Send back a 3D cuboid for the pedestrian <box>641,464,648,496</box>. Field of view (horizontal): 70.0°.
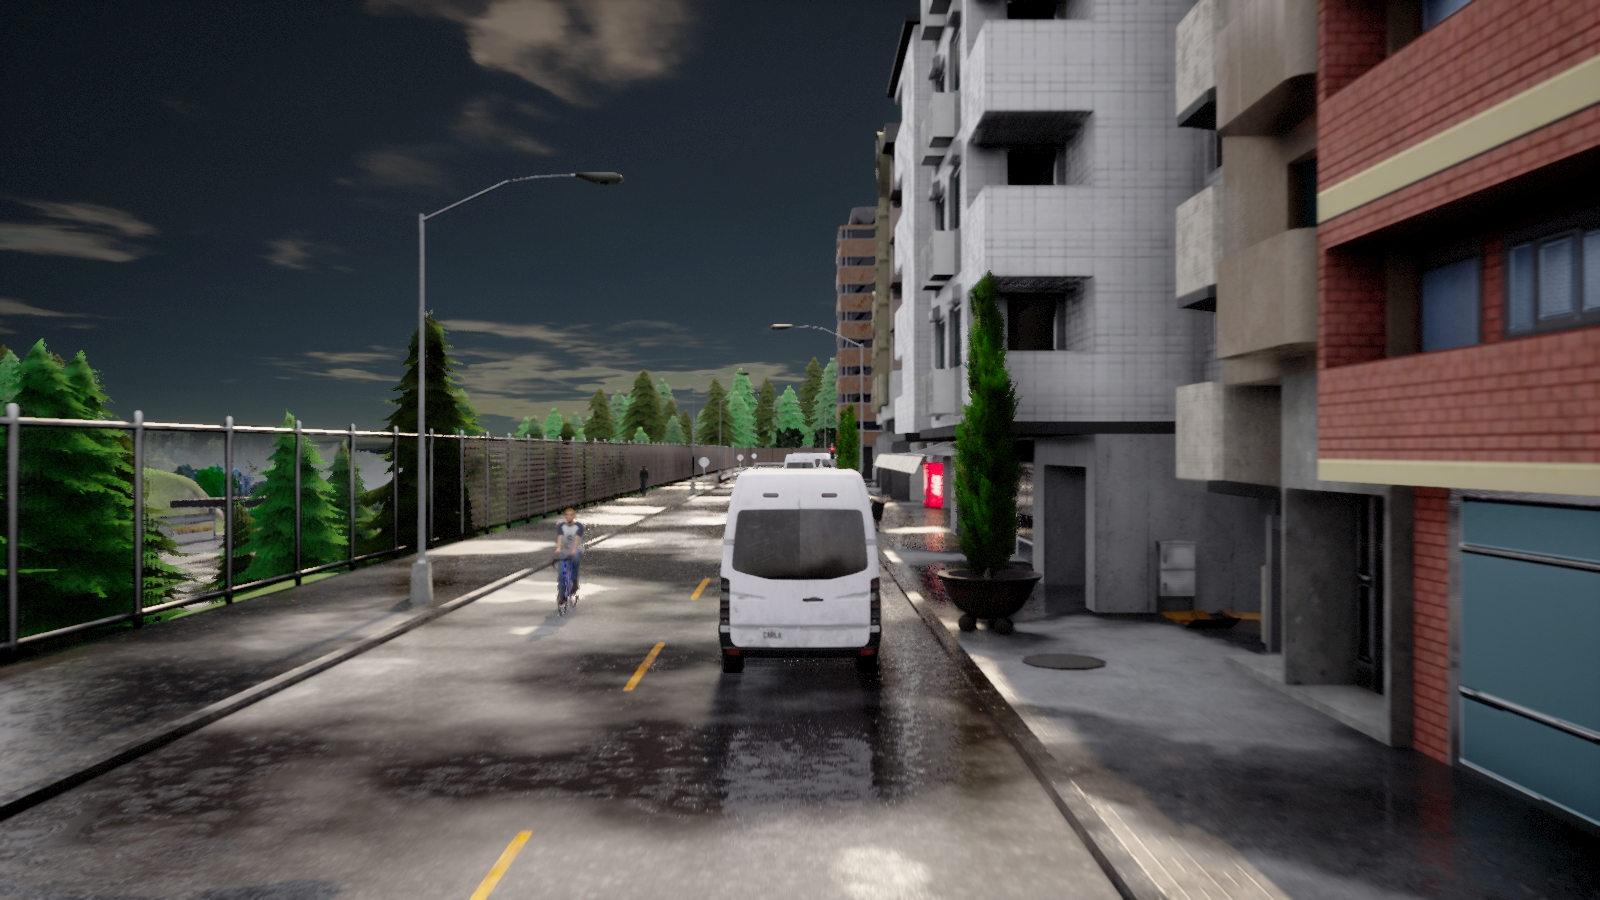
[{"bbox_3d":[-9.173,1.752,67.287,0.375,1.860,0.375,0,0,0],"label":"pedestrian"}]

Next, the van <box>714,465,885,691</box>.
[{"bbox_3d":[-0.005,1.536,16.287,1.988,2.561,5.915,0,0,0],"label":"van"}]

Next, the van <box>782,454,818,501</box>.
[{"bbox_3d":[-0.005,1.542,66.648,1.988,2.561,5.915,0,0,0],"label":"van"}]

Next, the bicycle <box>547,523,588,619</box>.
[{"bbox_3d":[-4.001,2.058,19.764,0.373,1.496,1.643,0,0,0],"label":"bicycle"}]
